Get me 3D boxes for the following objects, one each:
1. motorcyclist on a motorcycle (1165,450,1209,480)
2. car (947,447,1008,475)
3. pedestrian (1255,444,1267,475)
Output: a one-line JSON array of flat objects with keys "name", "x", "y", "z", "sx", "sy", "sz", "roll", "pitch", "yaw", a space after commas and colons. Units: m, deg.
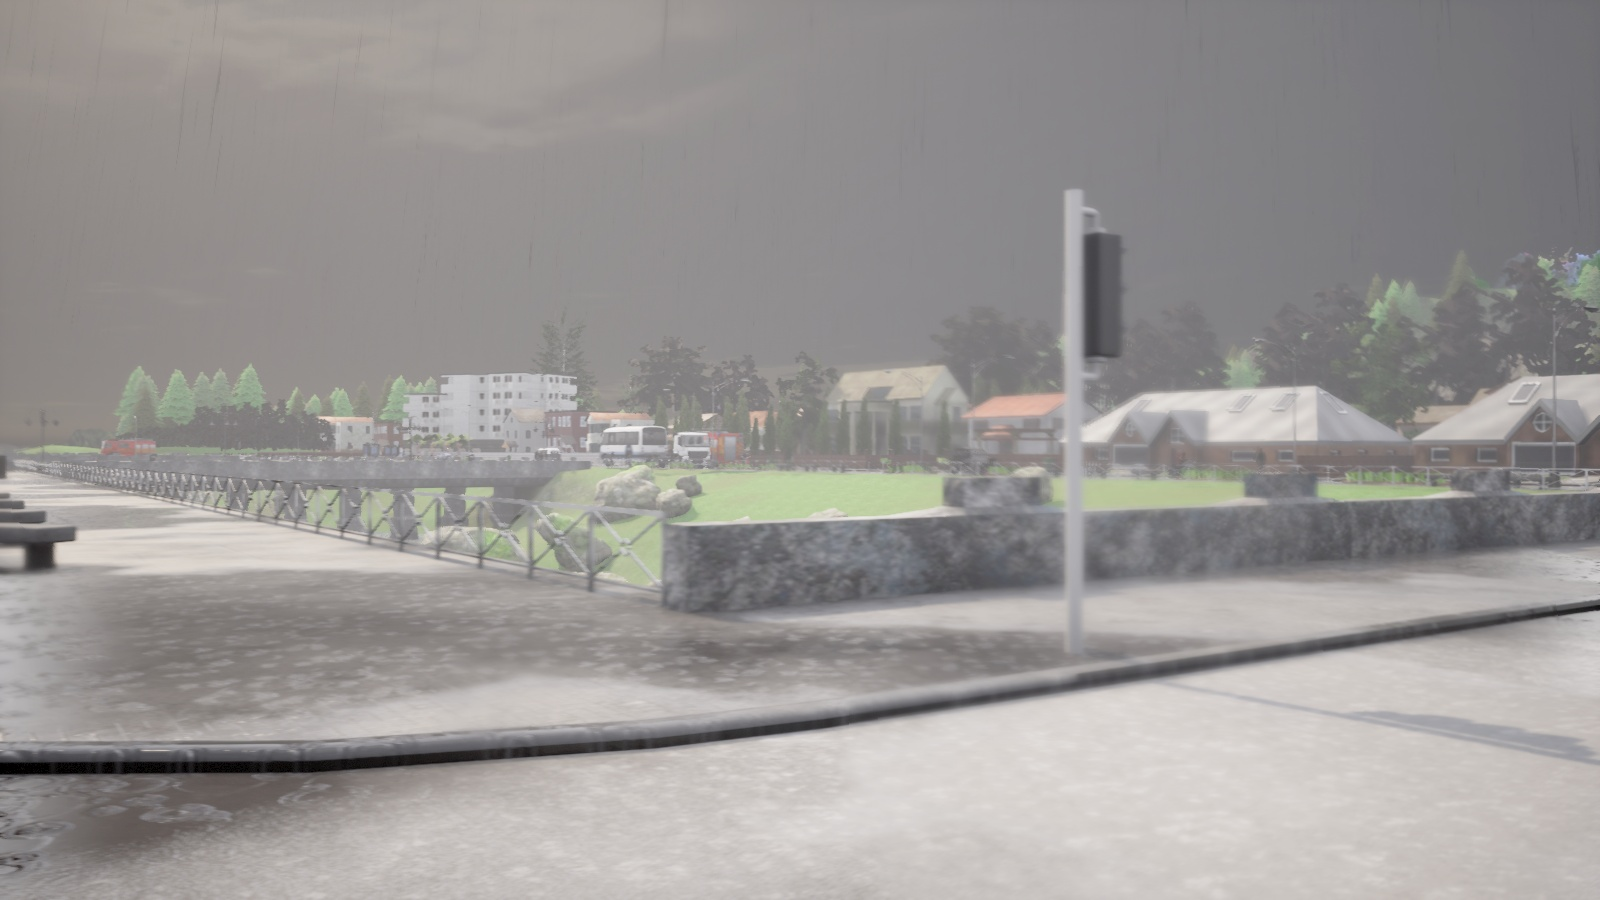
[{"name": "motorcyclist on a motorcycle", "x": 21.491, "y": 0.821, "z": 69.706, "sx": 0.766, "sy": 1.649, "sz": 2.350, "roll": 0, "pitch": 0, "yaw": -35}, {"name": "car", "x": 11.774, "y": 0.721, "z": 83.664, "sx": 1.905, "sy": 1.878, "sz": 3.866, "roll": 0, "pitch": 0, "yaw": -35}, {"name": "pedestrian", "x": 27.360, "y": 0.580, "z": 74.553, "sx": 0.353, "sy": 1.847, "sz": 0.614, "roll": 0, "pitch": 0, "yaw": -21}]
